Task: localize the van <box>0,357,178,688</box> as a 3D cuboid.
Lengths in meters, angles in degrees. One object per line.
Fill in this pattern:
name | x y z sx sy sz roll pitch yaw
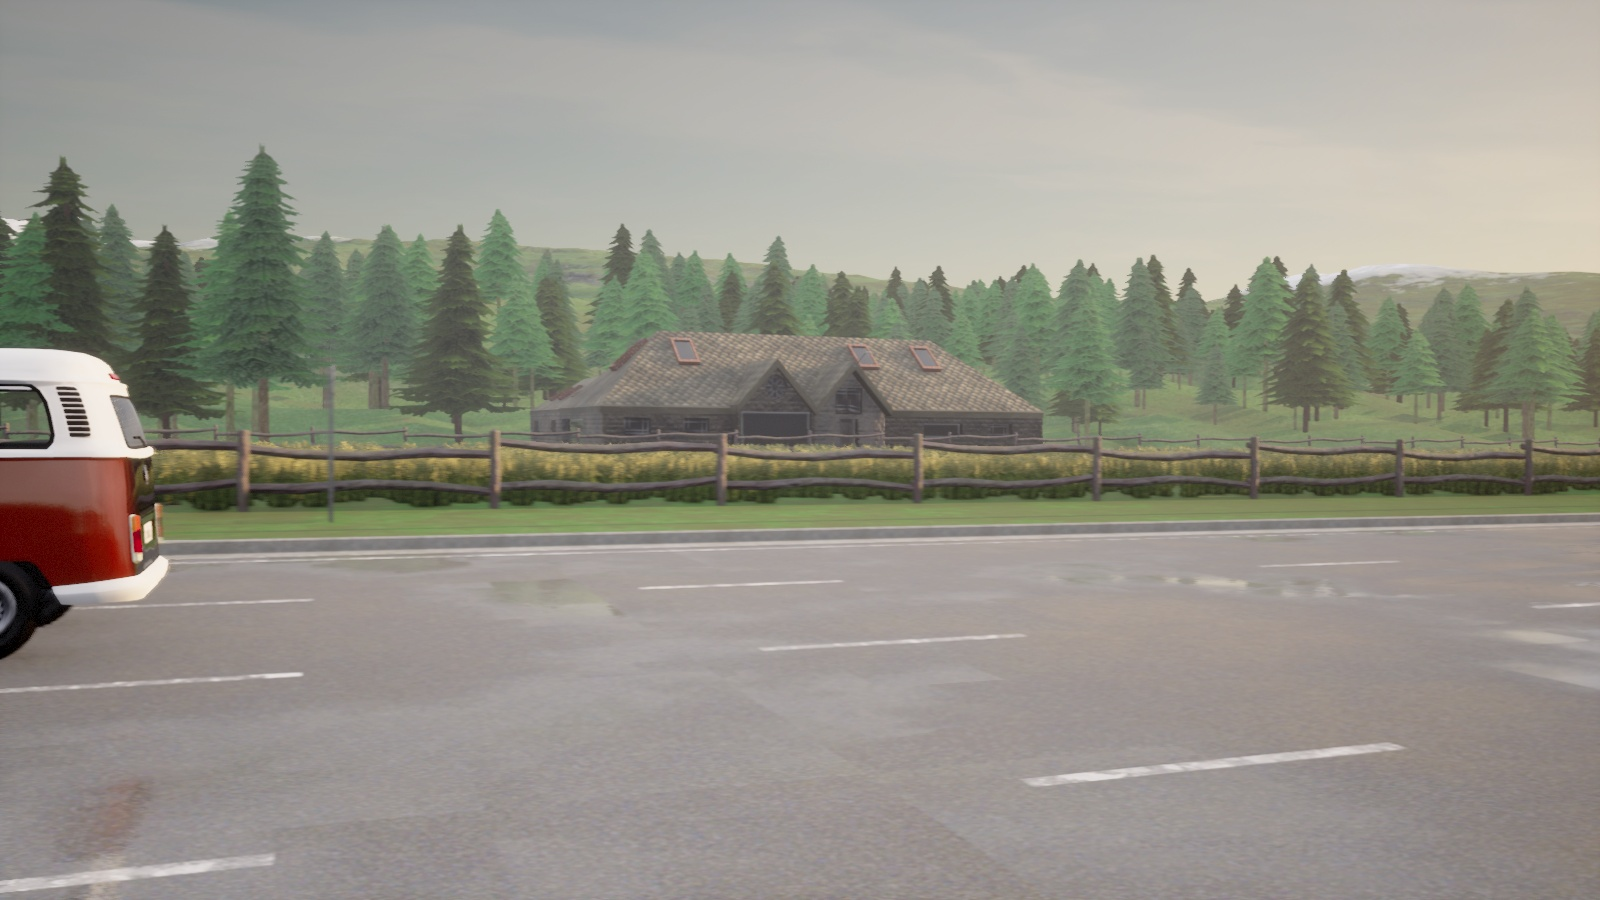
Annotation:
van | -6.648 0.462 8.161 4.480 2.038 2.069 -1 1 -21
